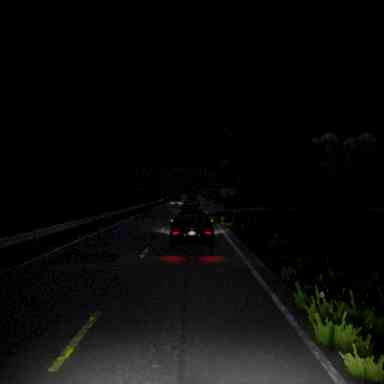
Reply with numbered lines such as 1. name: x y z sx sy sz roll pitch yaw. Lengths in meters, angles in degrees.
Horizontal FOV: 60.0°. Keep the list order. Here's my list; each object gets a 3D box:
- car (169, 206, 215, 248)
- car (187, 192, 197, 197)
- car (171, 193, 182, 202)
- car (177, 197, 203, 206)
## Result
1. car: 0.000 1.560 14.650 2.033 1.411 5.357 0 0 0
2. car: 0.000 1.037 78.607 2.150 2.045 5.566 0 0 0
3. car: -3.500 1.217 74.656 2.150 2.045 5.566 0 0 0
4. car: 0.000 1.492 29.650 2.128 1.511 4.902 0 0 0
